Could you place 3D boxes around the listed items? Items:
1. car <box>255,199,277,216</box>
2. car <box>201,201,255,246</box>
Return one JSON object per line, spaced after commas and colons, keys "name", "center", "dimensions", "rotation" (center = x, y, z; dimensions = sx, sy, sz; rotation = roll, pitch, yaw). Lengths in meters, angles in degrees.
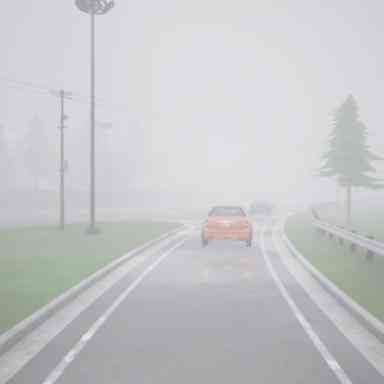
{"name": "car", "center": [6.935, 1.438, 32.153], "dimensions": [1.882, 1.535, 5.008], "rotation": [0, 0, 24]}
{"name": "car", "center": [1.751, 1.331, 15.449], "dimensions": [2.097, 1.767, 4.553], "rotation": [0, 0, 10]}
